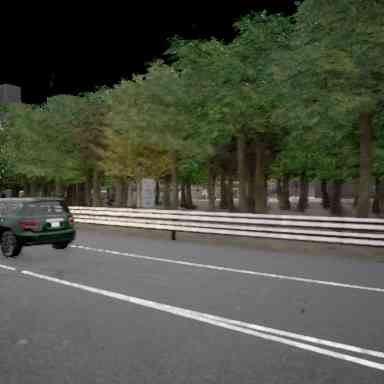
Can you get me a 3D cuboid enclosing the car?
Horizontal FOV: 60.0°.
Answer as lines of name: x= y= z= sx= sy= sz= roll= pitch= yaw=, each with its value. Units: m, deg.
car: x=-6.924 y=1.229 z=13.109 sx=5.566 sy=2.045 sz=2.150 roll=0 pitch=0 yaw=35
